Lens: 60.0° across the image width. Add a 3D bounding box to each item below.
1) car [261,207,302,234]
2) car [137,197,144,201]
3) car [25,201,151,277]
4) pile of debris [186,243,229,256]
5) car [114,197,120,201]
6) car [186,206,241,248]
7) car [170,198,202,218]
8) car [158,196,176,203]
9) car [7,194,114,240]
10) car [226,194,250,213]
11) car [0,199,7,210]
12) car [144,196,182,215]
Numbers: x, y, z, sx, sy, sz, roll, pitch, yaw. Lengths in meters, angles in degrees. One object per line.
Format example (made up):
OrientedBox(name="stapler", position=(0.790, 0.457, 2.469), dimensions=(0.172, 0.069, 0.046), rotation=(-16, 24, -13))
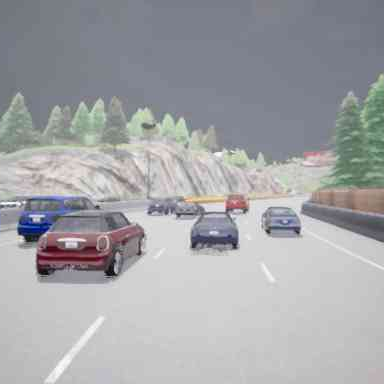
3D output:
OrientedBox(name="car", position=(5.100, 1.558, 19.442), dimensions=(2.033, 1.411, 5.357), rotation=(0, 0, 8))
OrientedBox(name="car", position=(-9.430, 1.559, 69.360), dimensions=(1.895, 1.301, 4.718), rotation=(0, 0, 23))
OrientedBox(name="car", position=(-2.865, 1.343, 10.453), dimensions=(2.097, 1.767, 4.553), rotation=(0, 0, 4))
OrientedBox(name="pile of debris", position=(0.621, 2.175, 12.639), dimensions=(1.500, 0.140, 1.860), rotation=(0, 0, 5))
OrientedBox(name="car", position=(-15.765, 1.498, 63.322), dimensions=(2.033, 1.411, 5.357), rotation=(0, 0, 21))
OrientedBox(name="car", position=(1.068, 1.561, 14.995), dimensions=(1.994, 1.385, 4.181), rotation=(0, 0, 6))
OrientedBox(name="car", position=(-0.102, 1.543, 30.137), dimensions=(2.033, 1.411, 5.357), rotation=(0, 0, 12))
OrientedBox(name="car", position=(-5.178, 1.491, 70.281), dimensions=(1.812, 1.442, 4.674), rotation=(0, 0, 25))
OrientedBox(name="car", position=(-5.885, 1.205, 15.918), dimensions=(2.150, 2.045, 5.566), rotation=(0, 0, 7))
OrientedBox(name="car", position=(5.090, 1.229, 36.767), dimensions=(2.150, 2.045, 5.566), rotation=(0, 0, 15))
OrientedBox(name="car", position=(-14.737, 1.184, 29.112), dimensions=(2.150, 2.045, 5.566), rotation=(0, 0, 11))
OrientedBox(name="car", position=(-2.828, 1.340, 33.732), dimensions=(2.097, 1.767, 4.553), rotation=(0, 0, 13))
